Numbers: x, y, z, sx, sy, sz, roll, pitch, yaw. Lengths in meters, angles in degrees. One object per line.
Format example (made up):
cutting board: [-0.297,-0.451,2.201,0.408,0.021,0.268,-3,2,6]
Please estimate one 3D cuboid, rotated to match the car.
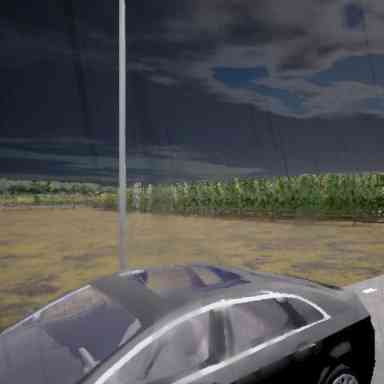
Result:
car: [-0.368,1.487,2.791,4.902,1.511,2.128,0,0,-35]
